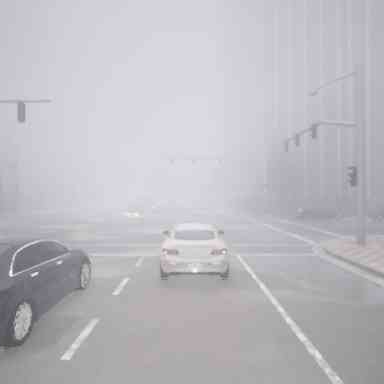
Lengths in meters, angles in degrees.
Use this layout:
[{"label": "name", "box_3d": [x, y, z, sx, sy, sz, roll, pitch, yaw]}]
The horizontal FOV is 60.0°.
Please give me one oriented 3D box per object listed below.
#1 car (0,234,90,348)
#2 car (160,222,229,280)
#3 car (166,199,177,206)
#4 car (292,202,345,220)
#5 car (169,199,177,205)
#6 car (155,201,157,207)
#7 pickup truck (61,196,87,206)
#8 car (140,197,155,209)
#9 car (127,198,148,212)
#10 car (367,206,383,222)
[{"label": "car", "box_3d": [-3.433, 1.580, 6.374, 1.837, 1.490, 4.892, 0, 0, 0]}, {"label": "car", "box_3d": [0.057, 1.643, 10.270, 1.812, 1.442, 4.674, 0, -1, 0]}, {"label": "car", "box_3d": [-4.663, 2.368, 73.386, 2.033, 1.411, 5.357, 0, -1, -1]}, {"label": "car", "box_3d": [11.740, 1.705, 31.107, 4.553, 1.767, 2.097, 0, -1, 0]}, {"label": "car", "box_3d": [-4.832, 2.475, 84.293, 1.812, 1.442, 4.674, 0, -1, -1]}, {"label": "car", "box_3d": [-8.076, 2.315, 66.562, 1.994, 1.385, 4.181, 0, -1, 0]}, {"label": "pickup truck", "box_3d": [-24.725, 1.834, 68.833, 2.390, 2.098, 6.274, 0, -1, 30]}, {"label": "car", "box_3d": [-7.998, 1.858, 56.448, 2.150, 2.045, 5.566, 0, -1, -1]}, {"label": "car", "box_3d": [-7.866, 2.017, 46.554, 2.128, 1.511, 4.902, 0, -1, -1]}, {"label": "car", "box_3d": [17.682, 1.536, 27.658, 5.566, 2.045, 2.150, 0, -1, 0]}]
